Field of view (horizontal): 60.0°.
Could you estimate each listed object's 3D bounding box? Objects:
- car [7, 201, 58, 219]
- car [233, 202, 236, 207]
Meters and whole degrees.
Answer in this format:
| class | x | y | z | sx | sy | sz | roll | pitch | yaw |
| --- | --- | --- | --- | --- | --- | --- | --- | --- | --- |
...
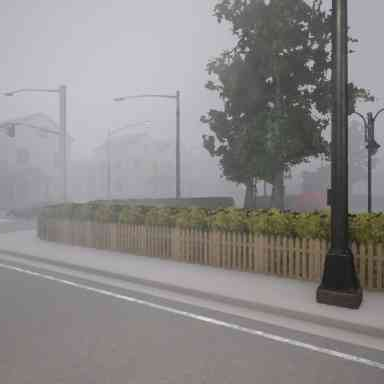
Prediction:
| class | x | y | z | sx | sy | sz | roll | pitch | yaw |
| --- | --- | --- | --- | --- | --- | --- | --- | --- | --- |
| car | -13.288 | 1.547 | 29.468 | 2.033 | 1.411 | 5.357 | 0 | 0 | 35 |
| car | 4.875 | 1.564 | 49.126 | 1.994 | 1.385 | 4.181 | 0 | 0 | 35 |
